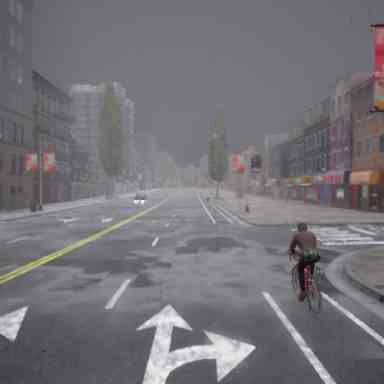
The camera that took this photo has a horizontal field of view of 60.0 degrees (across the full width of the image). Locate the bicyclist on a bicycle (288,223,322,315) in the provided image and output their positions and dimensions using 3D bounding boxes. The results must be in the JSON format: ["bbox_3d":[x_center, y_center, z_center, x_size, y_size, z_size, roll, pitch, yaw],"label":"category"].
[{"bbox_3d":[2.252,1.453,6.645,0.582,1.620,1.656,0,0,0],"label":"bicyclist on a bicycle"}]

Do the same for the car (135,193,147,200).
[{"bbox_3d":[-9.724,0.827,63.701,1.994,1.385,4.181,0,1,0],"label":"car"}]

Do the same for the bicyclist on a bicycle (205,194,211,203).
[{"bbox_3d":[2.290,1.031,47.575,0.866,1.612,1.509,0,1,0],"label":"bicyclist on a bicycle"}]
